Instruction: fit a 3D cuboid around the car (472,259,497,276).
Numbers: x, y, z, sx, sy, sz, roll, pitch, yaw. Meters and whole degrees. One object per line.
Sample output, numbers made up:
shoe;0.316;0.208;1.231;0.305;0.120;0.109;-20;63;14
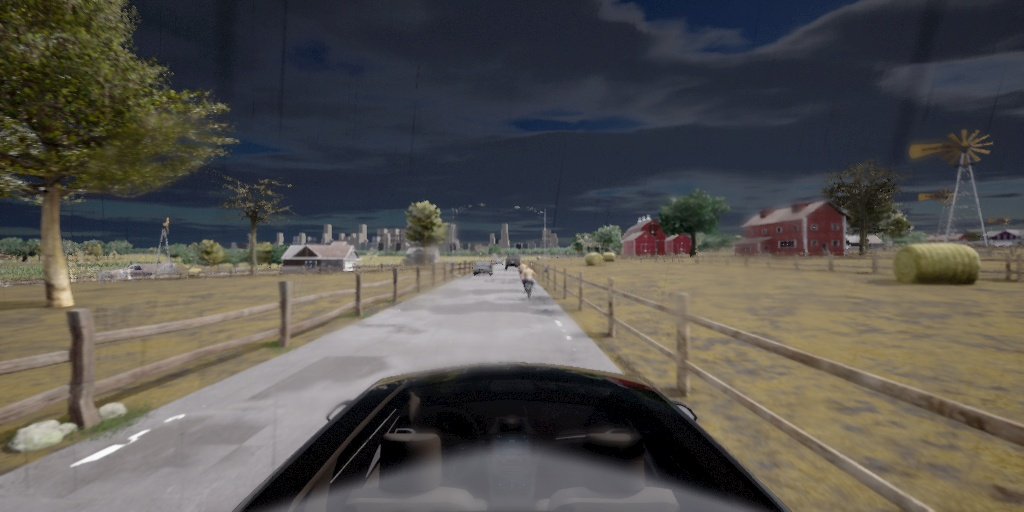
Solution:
car;-2.842;1.217;36.146;1.837;1.490;4.892;0;0;0

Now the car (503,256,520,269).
car;0.090;0.952;54.379;2.150;2.045;5.566;0;0;0

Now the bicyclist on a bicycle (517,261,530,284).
bicyclist on a bicycle;0.774;1.153;25.534;0.866;1.612;1.509;0;0;0

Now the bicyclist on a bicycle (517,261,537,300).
bicyclist on a bicycle;0.764;1.162;16.547;0.866;1.612;1.509;0;0;0
